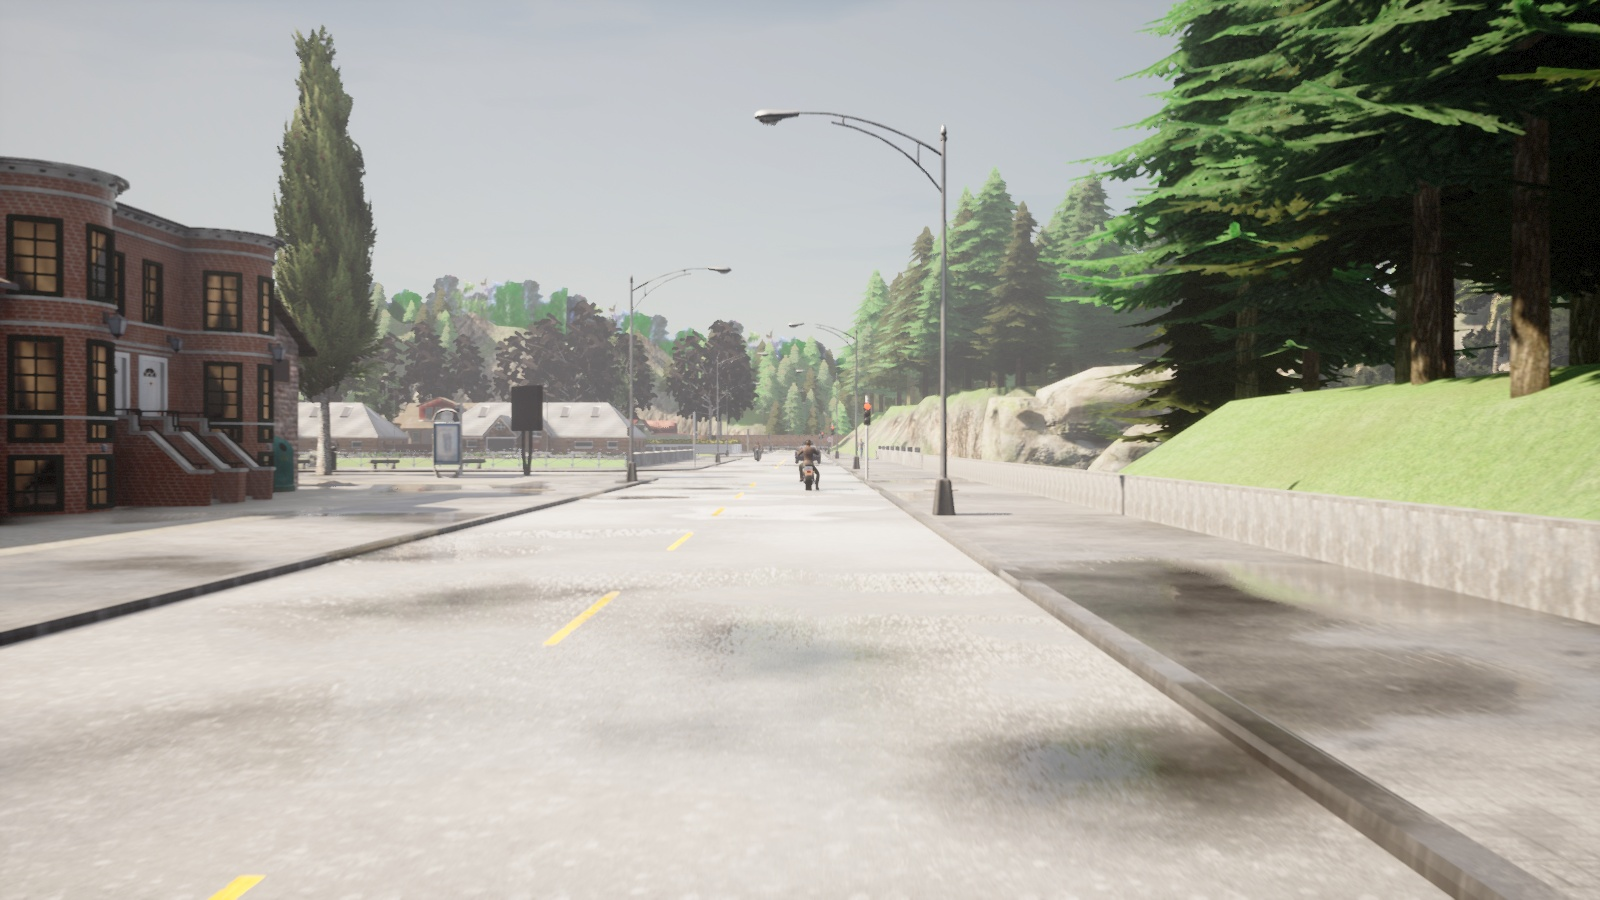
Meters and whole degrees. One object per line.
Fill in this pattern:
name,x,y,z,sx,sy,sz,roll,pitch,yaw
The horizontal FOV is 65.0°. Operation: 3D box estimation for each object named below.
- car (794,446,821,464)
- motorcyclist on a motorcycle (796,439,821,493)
car,0.567,0.331,91.514,1.895,1.301,4.718,0,0,0
motorcyclist on a motorcycle,0.258,0.473,39.623,0.766,1.649,2.350,0,0,0
